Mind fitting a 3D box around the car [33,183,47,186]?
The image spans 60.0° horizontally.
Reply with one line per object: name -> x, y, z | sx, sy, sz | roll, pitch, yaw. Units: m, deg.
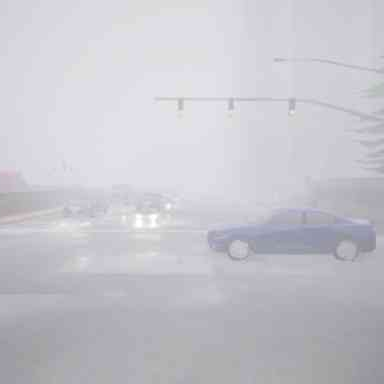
car -> -27.995, -0.644, 59.912 | 4.605, 1.855, 1.932 | 0, 2, 1

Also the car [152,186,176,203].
car -> -3.116, 0.408, 36.503 | 1.812, 1.442, 4.674 | 0, 2, 1

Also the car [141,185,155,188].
car -> -6.507, 0.020, 43.549 | 2.097, 1.767, 4.553 | 0, 2, 1

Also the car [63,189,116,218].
car -> -6.826, 0.800, 21.867 | 2.128, 1.511, 4.902 | 0, 2, 1

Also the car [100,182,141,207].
car -> -6.682, 0.238, 31.720 | 2.150, 2.045, 5.566 | 0, 2, 0

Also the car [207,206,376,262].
car -> 2.979, 1.193, 10.372 | 5.008, 1.535, 1.882 | 0, 2, 1

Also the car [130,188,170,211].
car -> -3.254, 0.665, 26.653 | 2.128, 1.511, 4.902 | 0, 2, 1

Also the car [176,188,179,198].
car -> -2.901, 0.039, 49.016 | 1.812, 1.442, 4.674 | 0, 2, 1
